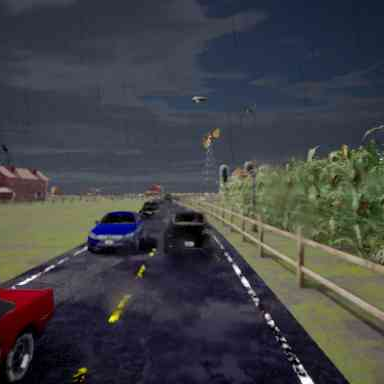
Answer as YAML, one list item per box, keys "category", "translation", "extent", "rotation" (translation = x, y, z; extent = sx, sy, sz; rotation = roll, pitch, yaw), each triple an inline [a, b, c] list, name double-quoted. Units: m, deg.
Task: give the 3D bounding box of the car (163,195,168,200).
- category: "car"
  translation: [-4.898, 1.537, 48.677]
  extent: [1.895, 1.301, 4.718]
  rotation: [0, 0, -5]

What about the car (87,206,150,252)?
- category: "car"
  translation: [-3.017, 1.544, 14.153]
  extent: [1.812, 1.442, 4.674]
  rotation: [0, 0, -2]

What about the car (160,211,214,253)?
- category: "car"
  translation: [-0.145, 1.545, 13.830]
  extent: [1.837, 1.490, 4.892]
  rotation: [1, 0, -1]

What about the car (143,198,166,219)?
- category: "car"
  translation: [-3.602, 1.576, 30.090]
  extent: [1.837, 1.490, 4.892]
  rotation: [0, -1, -3]

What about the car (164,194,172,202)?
- category: "car"
  translation: [-6.263, 1.491, 85.378]
  extent: [2.150, 2.045, 5.566]
  rotation: [1, 0, -7]

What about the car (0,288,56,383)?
- category: "car"
  translation: [-2.879, 1.588, 2.539]
  extent: [1.895, 1.301, 4.718]
  rotation: [0, 0, 0]
